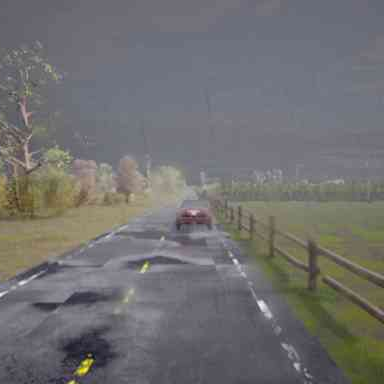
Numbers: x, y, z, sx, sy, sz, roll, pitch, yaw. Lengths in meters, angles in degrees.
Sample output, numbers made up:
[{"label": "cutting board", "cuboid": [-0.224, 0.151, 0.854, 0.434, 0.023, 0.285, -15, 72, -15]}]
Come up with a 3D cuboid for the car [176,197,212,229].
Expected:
[{"label": "car", "cuboid": [0.110, 1.253, 21.167, 2.097, 1.767, 4.553, 0, 0, 0]}]

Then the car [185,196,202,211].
[{"label": "car", "cuboid": [0.117, 1.312, 38.435, 1.837, 1.490, 4.892, 0, 0, 0]}]
